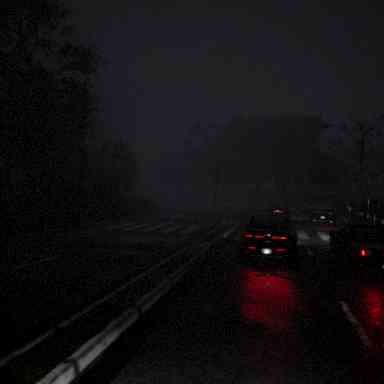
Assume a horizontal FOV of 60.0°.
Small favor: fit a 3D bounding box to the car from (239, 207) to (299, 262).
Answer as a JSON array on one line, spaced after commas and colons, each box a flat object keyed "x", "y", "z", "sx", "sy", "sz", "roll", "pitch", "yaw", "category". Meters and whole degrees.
[{"x": 2.912, "y": 1.562, "z": 12.557, "sx": 1.837, "sy": 1.490, "sz": 4.892, "roll": 2, "pitch": 1, "yaw": 15, "category": "car"}]

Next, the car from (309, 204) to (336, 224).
[{"x": 10.412, "y": 1.708, "z": 26.588, "sx": 1.882, "sy": 1.535, "sz": 5.008, "roll": 2, "pitch": 1, "yaw": 20, "category": "car"}]

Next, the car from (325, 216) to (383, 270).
[{"x": 5.904, "y": 1.747, "z": 11.187, "sx": 1.895, "sy": 1.301, "sz": 4.718, "roll": 2, "pitch": 0, "yaw": 14, "category": "car"}]

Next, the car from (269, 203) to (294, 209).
[{"x": 7.061, "y": 1.626, "z": 26.884, "sx": 1.837, "sy": 1.490, "sz": 4.892, "roll": 2, "pitch": 1, "yaw": 20, "category": "car"}]
